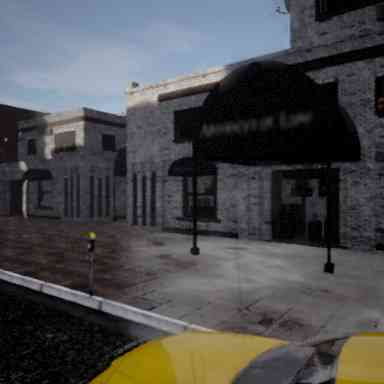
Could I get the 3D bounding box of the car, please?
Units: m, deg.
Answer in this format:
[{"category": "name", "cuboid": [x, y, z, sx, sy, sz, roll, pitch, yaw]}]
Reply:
[{"category": "car", "cuboid": [1.268, 1.525, 1.974, 4.829, 1.417, 1.752, 0, 0, 36]}]
